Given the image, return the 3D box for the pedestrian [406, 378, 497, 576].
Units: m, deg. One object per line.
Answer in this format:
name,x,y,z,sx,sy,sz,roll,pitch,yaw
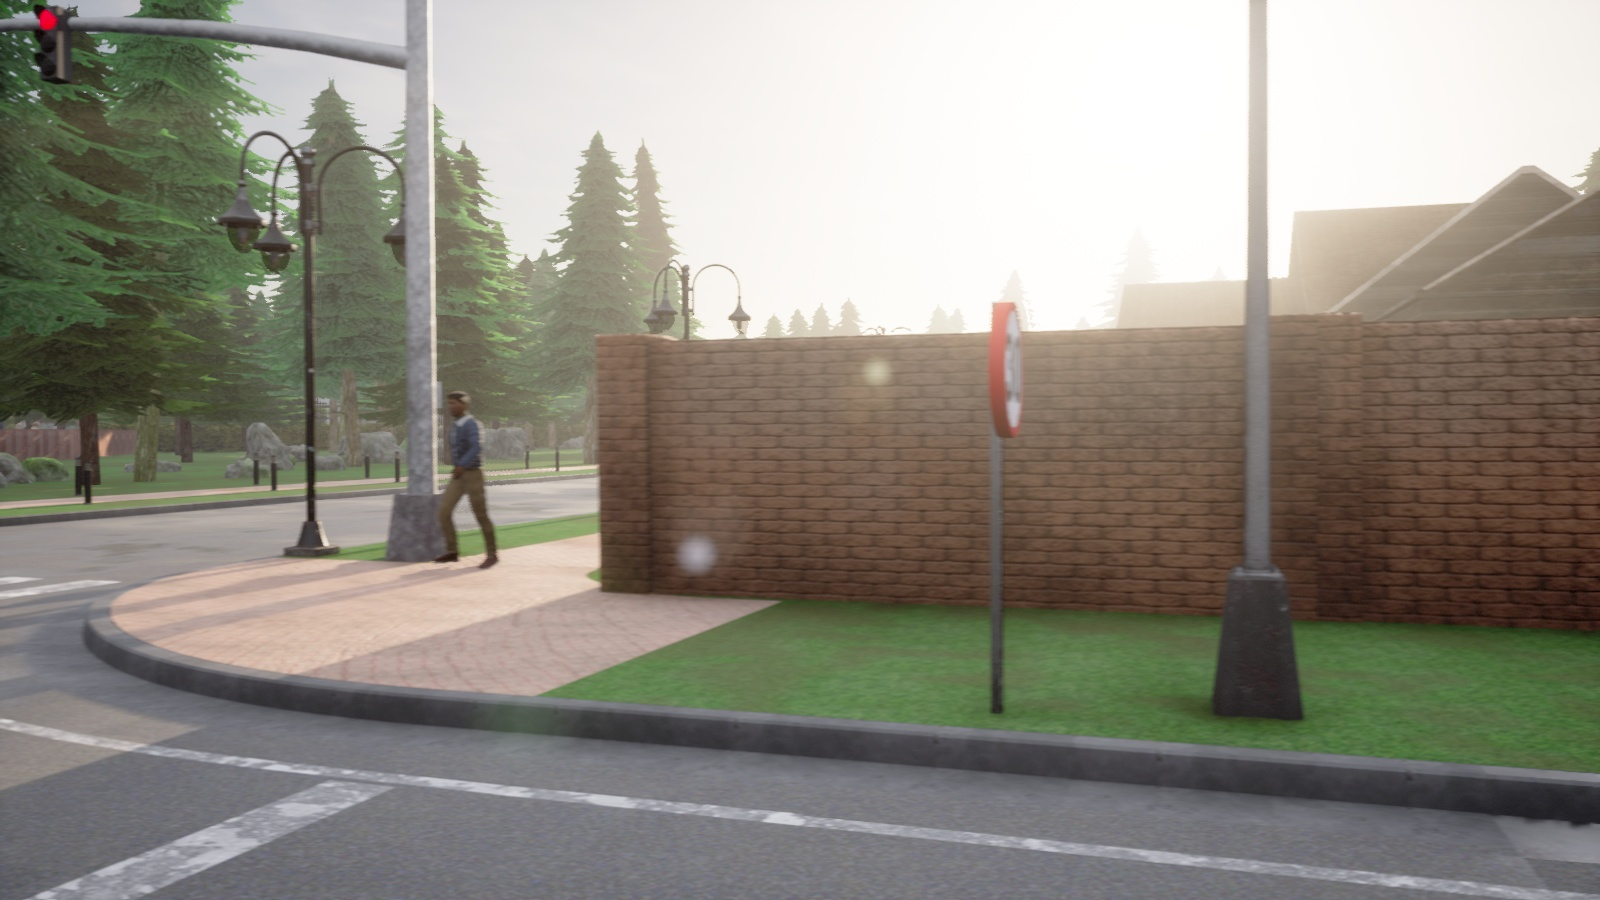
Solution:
pedestrian,-3.545,0.259,12.797,0.788,1.949,0.423,-1,1,-44
